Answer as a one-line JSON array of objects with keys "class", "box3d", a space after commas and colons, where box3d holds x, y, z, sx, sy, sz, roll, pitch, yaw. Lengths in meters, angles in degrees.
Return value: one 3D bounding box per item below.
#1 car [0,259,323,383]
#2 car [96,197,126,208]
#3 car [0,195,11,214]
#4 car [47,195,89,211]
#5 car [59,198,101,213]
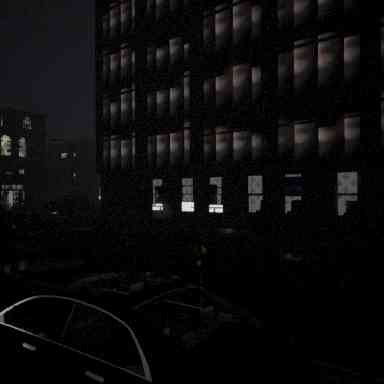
[{"class": "car", "box3d": [-0.955, 1.551, 3.557, 4.403, 1.369, 2.008, 0, 0, 35]}, {"class": "car", "box3d": [-12.416, 1.643, 51.170, 1.967, 1.590, 4.097, -1, -1, 36]}, {"class": "car", "box3d": [-21.696, 1.315, 34.166, 2.150, 2.045, 5.566, 0, -1, 36]}, {"class": "car", "box3d": [-15.581, 1.366, 42.470, 2.150, 2.045, 5.566, 0, -1, 37]}, {"class": "car", "box3d": [-12.190, 1.684, 37.264, 1.802, 1.307, 4.206, -1, -1, 36]}]
